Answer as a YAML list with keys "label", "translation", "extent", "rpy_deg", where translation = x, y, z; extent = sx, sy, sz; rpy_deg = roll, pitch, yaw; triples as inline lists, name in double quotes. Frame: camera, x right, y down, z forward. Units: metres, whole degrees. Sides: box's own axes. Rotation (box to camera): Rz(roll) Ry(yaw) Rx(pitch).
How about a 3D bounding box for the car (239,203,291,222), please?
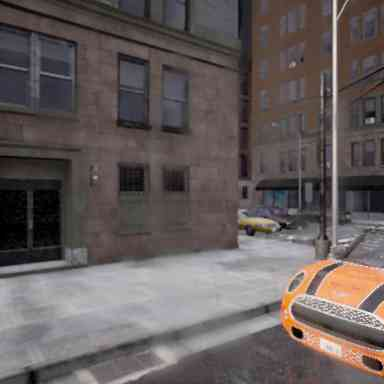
- label: "car"
  translation: [6.174, 1.690, 28.496]
  extent: [1.802, 1.307, 4.206]
  rpy_deg: [0, 0, -35]

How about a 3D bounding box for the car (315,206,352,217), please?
- label: "car"
  translation: [9.315, 1.670, 24.087]
  extent: [1.947, 1.339, 4.313]
  rpy_deg: [0, 0, -35]

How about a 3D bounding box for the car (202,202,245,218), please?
- label: "car"
  translation: [3.034, 1.678, 32.904]
  extent: [1.947, 1.339, 4.313]
  rpy_deg: [0, 0, -35]

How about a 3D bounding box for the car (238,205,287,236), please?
- label: "car"
  translation: [2.872, 1.624, 19.300]
  extent: [1.752, 1.417, 4.829]
  rpy_deg: [0, 0, -35]

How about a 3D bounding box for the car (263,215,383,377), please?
- label: "car"
  translation: [3.576, 1.377, 5.504]
  extent: [4.553, 1.767, 2.097]
  rpy_deg: [0, 0, -36]

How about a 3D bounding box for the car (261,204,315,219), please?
- label: "car"
  translation: [4.724, 1.648, 21.108]
  extent: [2.033, 1.411, 5.357]
  rpy_deg: [0, 0, -32]
